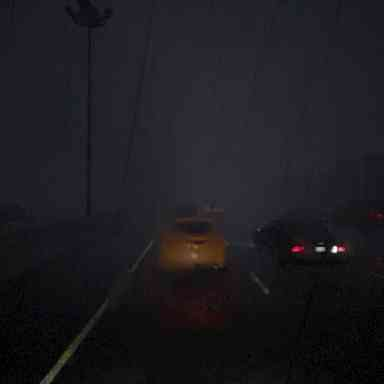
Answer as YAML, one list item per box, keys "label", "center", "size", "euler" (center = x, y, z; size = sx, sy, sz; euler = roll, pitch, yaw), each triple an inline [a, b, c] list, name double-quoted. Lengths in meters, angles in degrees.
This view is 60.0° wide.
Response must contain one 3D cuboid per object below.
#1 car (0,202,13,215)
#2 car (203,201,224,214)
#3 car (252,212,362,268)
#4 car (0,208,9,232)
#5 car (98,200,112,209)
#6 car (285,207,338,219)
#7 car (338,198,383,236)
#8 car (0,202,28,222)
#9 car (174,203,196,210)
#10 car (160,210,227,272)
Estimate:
- label: "car"
  center: [-22.442, 1.894, 38.080]
  size: [1.994, 1.385, 4.181]
  euler: [0, -1, -6]
- label: "car"
  center: [2.368, 1.809, 37.896]
  size: [1.882, 1.535, 5.008]
  euler: [0, 0, -5]
- label: "car"
  center: [3.504, 1.651, 11.713]
  size: [2.033, 1.411, 5.357]
  euler: [0, 0, -1]
- label: "car"
  center: [-10.754, 1.677, 14.895]
  size: [2.033, 1.411, 5.357]
  euler: [0, -1, -1]
- label: "car"
  center: [-14.270, 2.024, 54.874]
  size: [2.033, 1.411, 5.357]
  euler: [0, -1, -10]
- label: "car"
  center: [6.785, 1.675, 20.807]
  size: [2.128, 1.511, 4.902]
  euler: [0, 0, -2]
- label: "car"
  center: [10.320, 1.396, 19.825]
  size: [2.150, 2.045, 5.566]
  euler: [0, -1, -2]
- label: "car"
  center: [-14.609, 1.701, 25.803]
  size: [1.882, 1.535, 5.008]
  euler: [0, -1, -2]
- label: "car"
  center: [-0.598, 1.744, 30.445]
  size: [1.882, 1.535, 5.008]
  euler: [0, -1, -3]
- label: "car"
  center: [0.010, 1.577, 11.238]
  size: [1.882, 1.535, 5.008]
  euler: [0, 0, -1]
